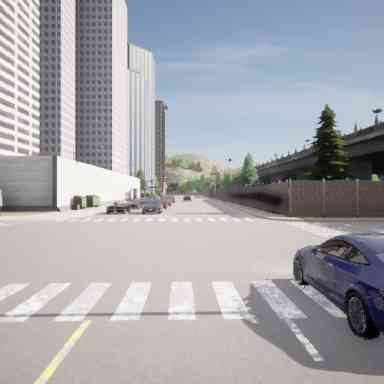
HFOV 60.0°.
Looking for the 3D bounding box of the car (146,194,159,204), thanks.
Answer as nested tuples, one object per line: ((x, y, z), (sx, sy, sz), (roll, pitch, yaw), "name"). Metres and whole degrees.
((-7.974, 1.365, 67.339), (2.097, 1.767, 4.553), (0, 0, 0), "car")

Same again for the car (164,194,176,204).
((-4.479, 1.366, 67.168), (2.097, 1.767, 4.553), (0, 0, 0), "car")

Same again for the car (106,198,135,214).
((-7.582, 1.608, 34.835), (1.895, 1.301, 4.718), (0, 0, -1), "car")

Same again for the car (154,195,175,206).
((-4.332, 1.363, 53.129), (2.097, 1.767, 4.553), (0, 0, -1), "car")

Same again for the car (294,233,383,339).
((3.450, 1.531, 6.456), (1.812, 1.442, 4.674), (0, 0, 0), "car")

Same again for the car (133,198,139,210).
((-7.720, 1.557, 44.376), (2.033, 1.411, 5.357), (0, 0, -1), "car")

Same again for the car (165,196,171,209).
((-4.217, 1.610, 44.155), (1.895, 1.301, 4.718), (0, 0, -1), "car")

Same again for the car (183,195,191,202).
((-1.136, 1.517, 79.611), (1.837, 1.490, 4.892), (0, 0, -1), "car")

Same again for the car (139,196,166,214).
((-4.082, 1.512, 34.895), (1.837, 1.490, 4.892), (0, 0, -1), "car")
